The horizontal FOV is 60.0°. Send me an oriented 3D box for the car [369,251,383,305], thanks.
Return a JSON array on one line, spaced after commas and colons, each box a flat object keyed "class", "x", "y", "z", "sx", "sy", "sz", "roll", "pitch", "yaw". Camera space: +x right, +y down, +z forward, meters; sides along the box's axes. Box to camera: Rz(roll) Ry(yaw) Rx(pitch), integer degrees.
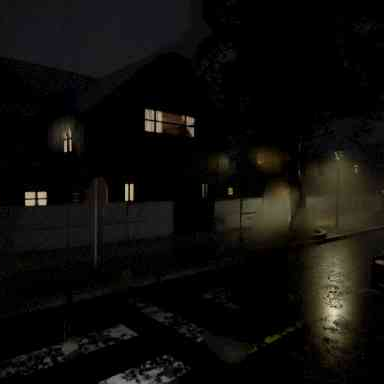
[{"class": "car", "x": 5.299, "y": 1.427, "z": 6.750, "sx": 4.902, "sy": 1.511, "sz": 2.128, "roll": 0, "pitch": 2, "yaw": -42}]
